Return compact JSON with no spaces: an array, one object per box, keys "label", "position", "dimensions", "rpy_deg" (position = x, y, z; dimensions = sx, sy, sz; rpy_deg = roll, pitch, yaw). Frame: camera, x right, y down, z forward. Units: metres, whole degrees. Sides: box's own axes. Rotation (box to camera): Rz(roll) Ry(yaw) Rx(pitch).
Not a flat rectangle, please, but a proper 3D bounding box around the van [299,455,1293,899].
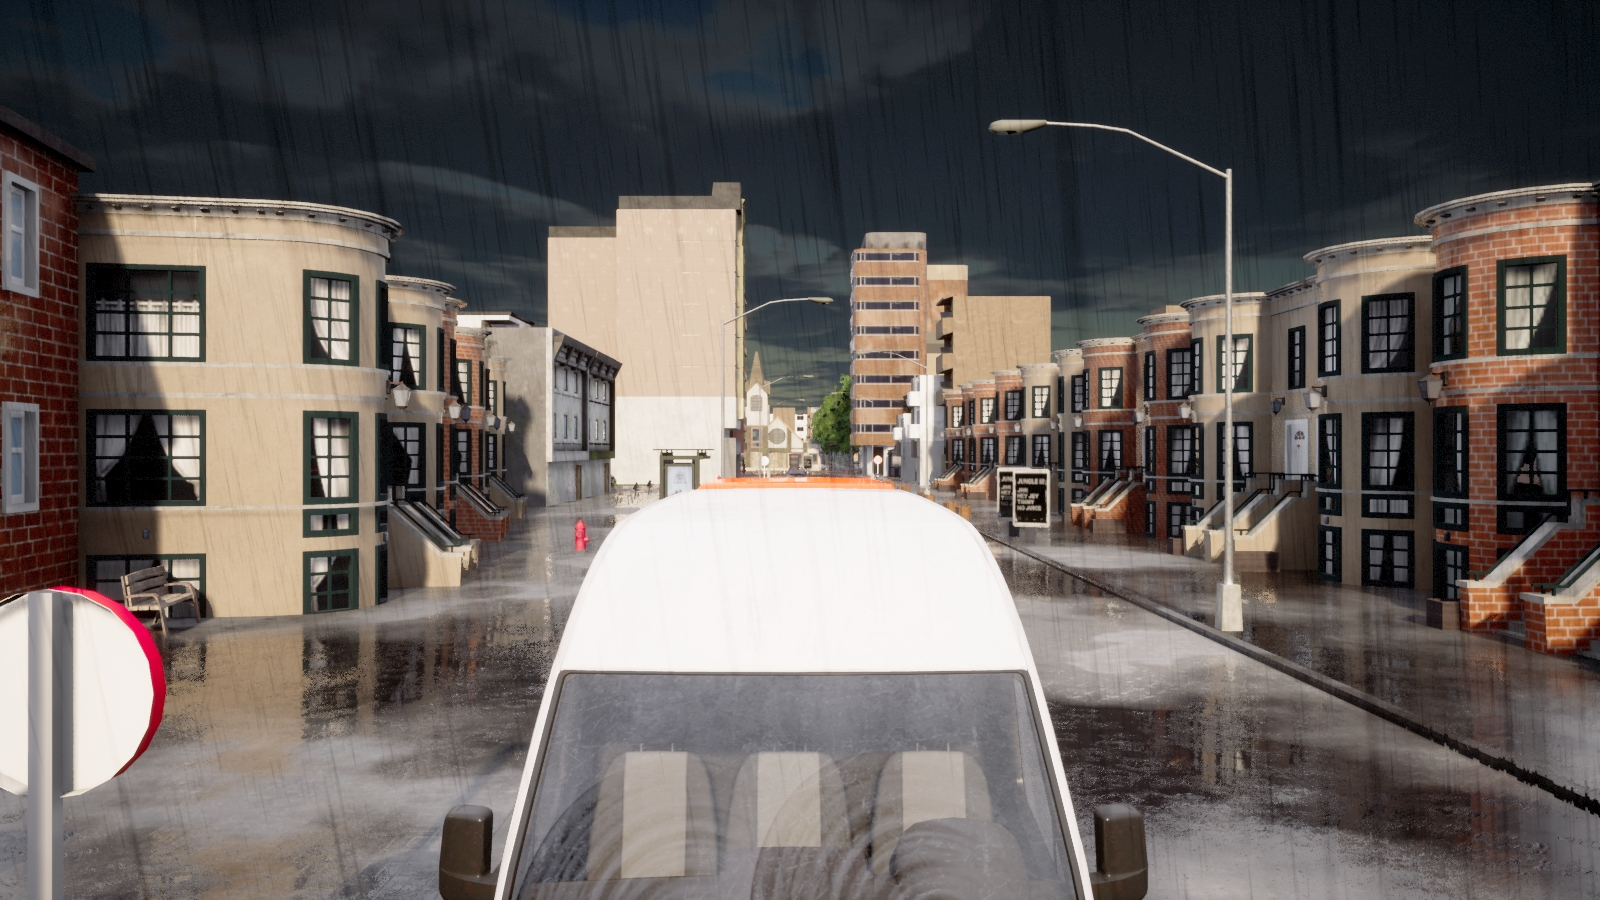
[{"label":"van","position":[-0.019,1.314,5.243],"dimensions":[1.988,2.561,5.915],"rpy_deg":[0,0,0]}]
